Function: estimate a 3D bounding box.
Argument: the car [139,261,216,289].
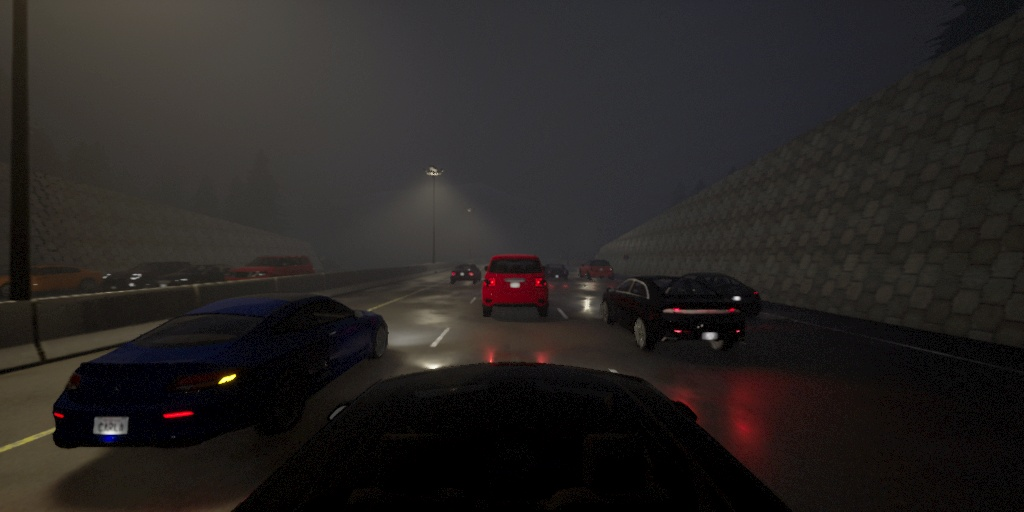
[{"bbox_3d":[-17.560,1.226,20.496,2.128,1.511,4.902,0,0,0],"label":"car"}]

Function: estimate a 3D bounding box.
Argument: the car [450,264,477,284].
[{"bbox_3d":[-3.387,1.280,26.928,2.033,1.411,5.357,0,0,0],"label":"car"}]

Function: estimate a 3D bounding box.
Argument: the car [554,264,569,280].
[{"bbox_3d":[3.616,1.333,30.967,1.895,1.301,4.718,0,0,0],"label":"car"}]

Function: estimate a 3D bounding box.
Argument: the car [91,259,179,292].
[{"bbox_3d":[-21.056,1.083,21.205,2.097,1.767,4.553,0,0,0],"label":"car"}]

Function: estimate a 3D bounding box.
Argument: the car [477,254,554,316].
[{"bbox_3d":[0.118,0.964,13.474,2.150,2.045,5.566,0,0,0],"label":"car"}]

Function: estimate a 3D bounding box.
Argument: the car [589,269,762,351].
[{"bbox_3d":[3.602,1.238,8.948,2.128,1.511,4.902,0,0,0],"label":"car"}]

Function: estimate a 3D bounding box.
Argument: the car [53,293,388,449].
[{"bbox_3d":[-3.411,1.273,5.351,1.812,1.442,4.674,0,0,0],"label":"car"}]

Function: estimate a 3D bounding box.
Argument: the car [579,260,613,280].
[{"bbox_3d":[7.115,1.085,30.689,2.097,1.767,4.553,0,0,0],"label":"car"}]

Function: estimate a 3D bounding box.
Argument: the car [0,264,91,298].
[{"bbox_3d":[-24.570,1.211,18.573,1.882,1.535,5.008,0,0,0],"label":"car"}]

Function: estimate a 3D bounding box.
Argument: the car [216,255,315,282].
[{"bbox_3d":[-14.056,0.958,21.313,2.150,2.045,5.566,0,0,0],"label":"car"}]

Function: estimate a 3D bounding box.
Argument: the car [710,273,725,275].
[{"bbox_3d":[7.106,1.308,13.327,1.994,1.385,4.181,0,0,0],"label":"car"}]
